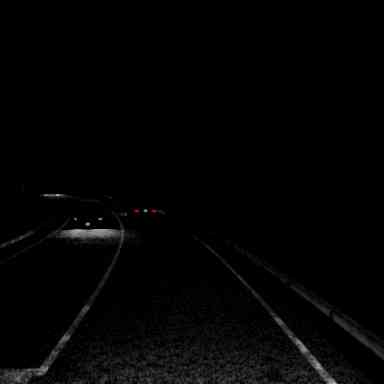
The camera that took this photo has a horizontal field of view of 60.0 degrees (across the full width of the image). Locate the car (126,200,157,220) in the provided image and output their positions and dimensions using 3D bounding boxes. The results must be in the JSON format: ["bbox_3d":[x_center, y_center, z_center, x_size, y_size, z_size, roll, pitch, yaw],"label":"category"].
[{"bbox_3d":[-3.997,1.335,25.937,2.033,1.411,5.357,1,1,-16],"label":"car"}]

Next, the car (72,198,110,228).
[{"bbox_3d":[-6.490,1.373,21.275,2.033,1.411,5.357,1,1,-14],"label":"car"}]

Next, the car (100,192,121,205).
[{"bbox_3d":[-10.274,0.777,41.594,2.128,1.511,4.902,1,2,-27],"label":"car"}]

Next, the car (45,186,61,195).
[{"bbox_3d":[-24.261,-0.322,57.938,1.994,1.385,4.181,2,1,-33],"label":"car"}]
